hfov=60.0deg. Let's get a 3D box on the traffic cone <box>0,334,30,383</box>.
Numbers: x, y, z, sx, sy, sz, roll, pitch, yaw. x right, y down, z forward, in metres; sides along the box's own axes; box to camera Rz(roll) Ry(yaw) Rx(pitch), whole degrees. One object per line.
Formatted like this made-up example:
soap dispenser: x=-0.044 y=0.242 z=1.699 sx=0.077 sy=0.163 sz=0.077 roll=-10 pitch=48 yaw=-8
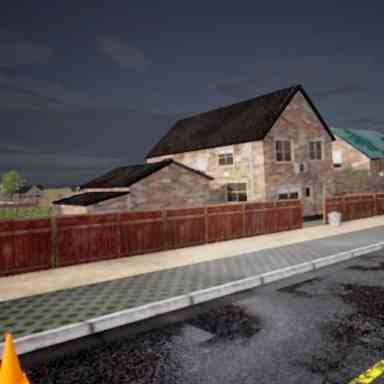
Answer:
traffic cone: x=-2.111 y=1.948 z=3.865 sx=0.340 sy=0.580 sz=0.340 roll=-2 pitch=1 yaw=-36
